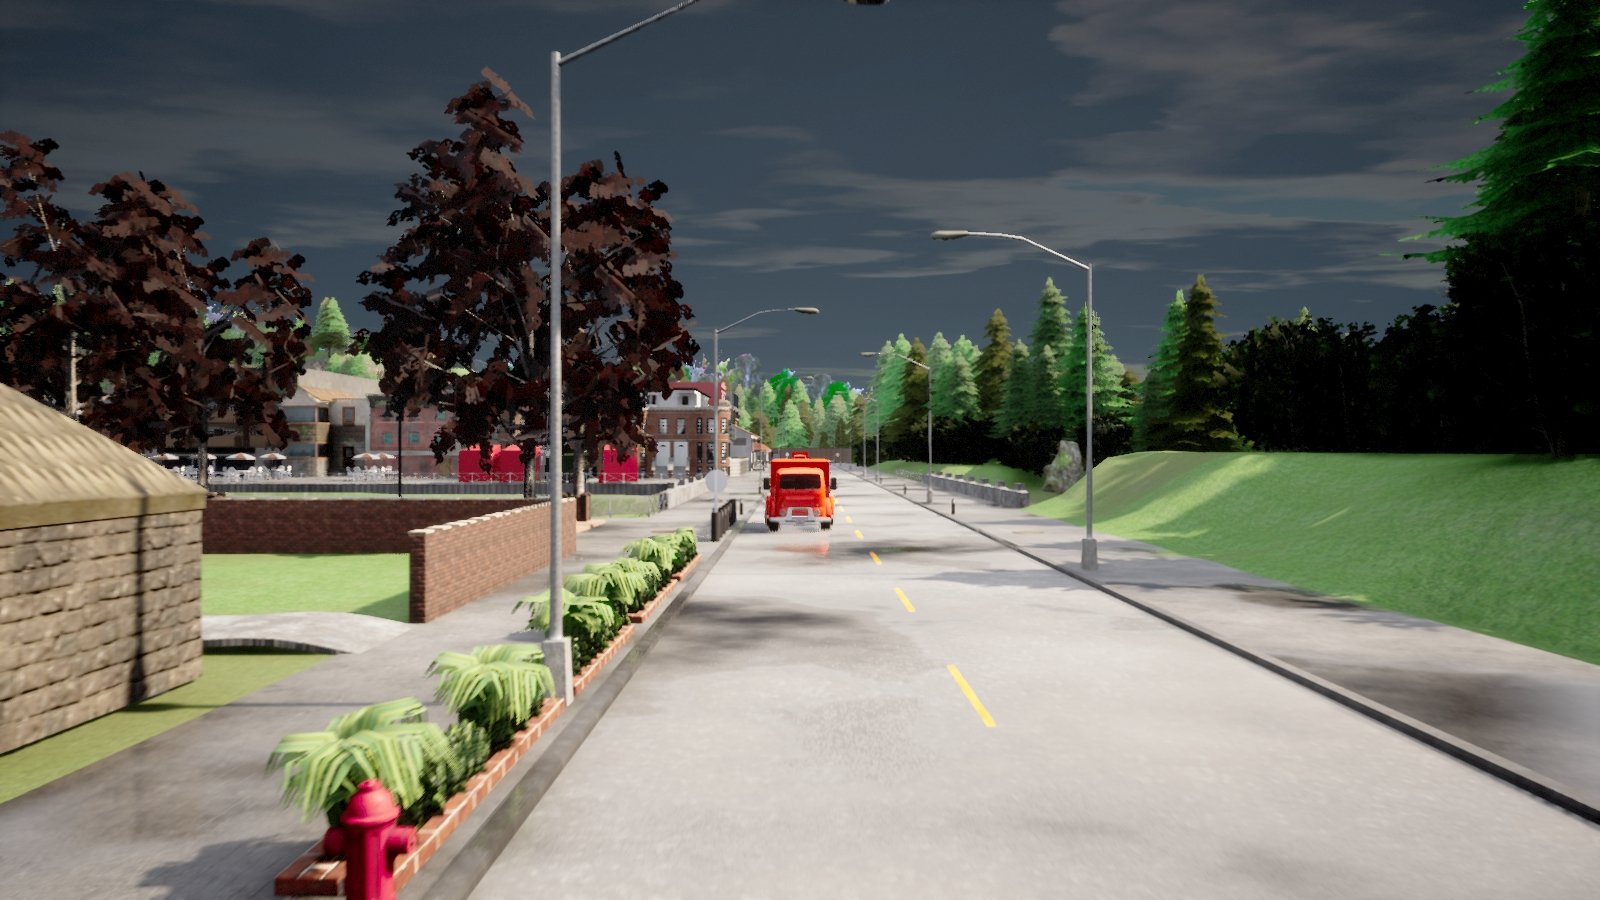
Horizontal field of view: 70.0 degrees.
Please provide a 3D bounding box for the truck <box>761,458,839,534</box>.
[{"bbox_3d":[-0.005,1.560,40.856,2.627,2.467,5.204,0,1,0],"label":"truck"}]
